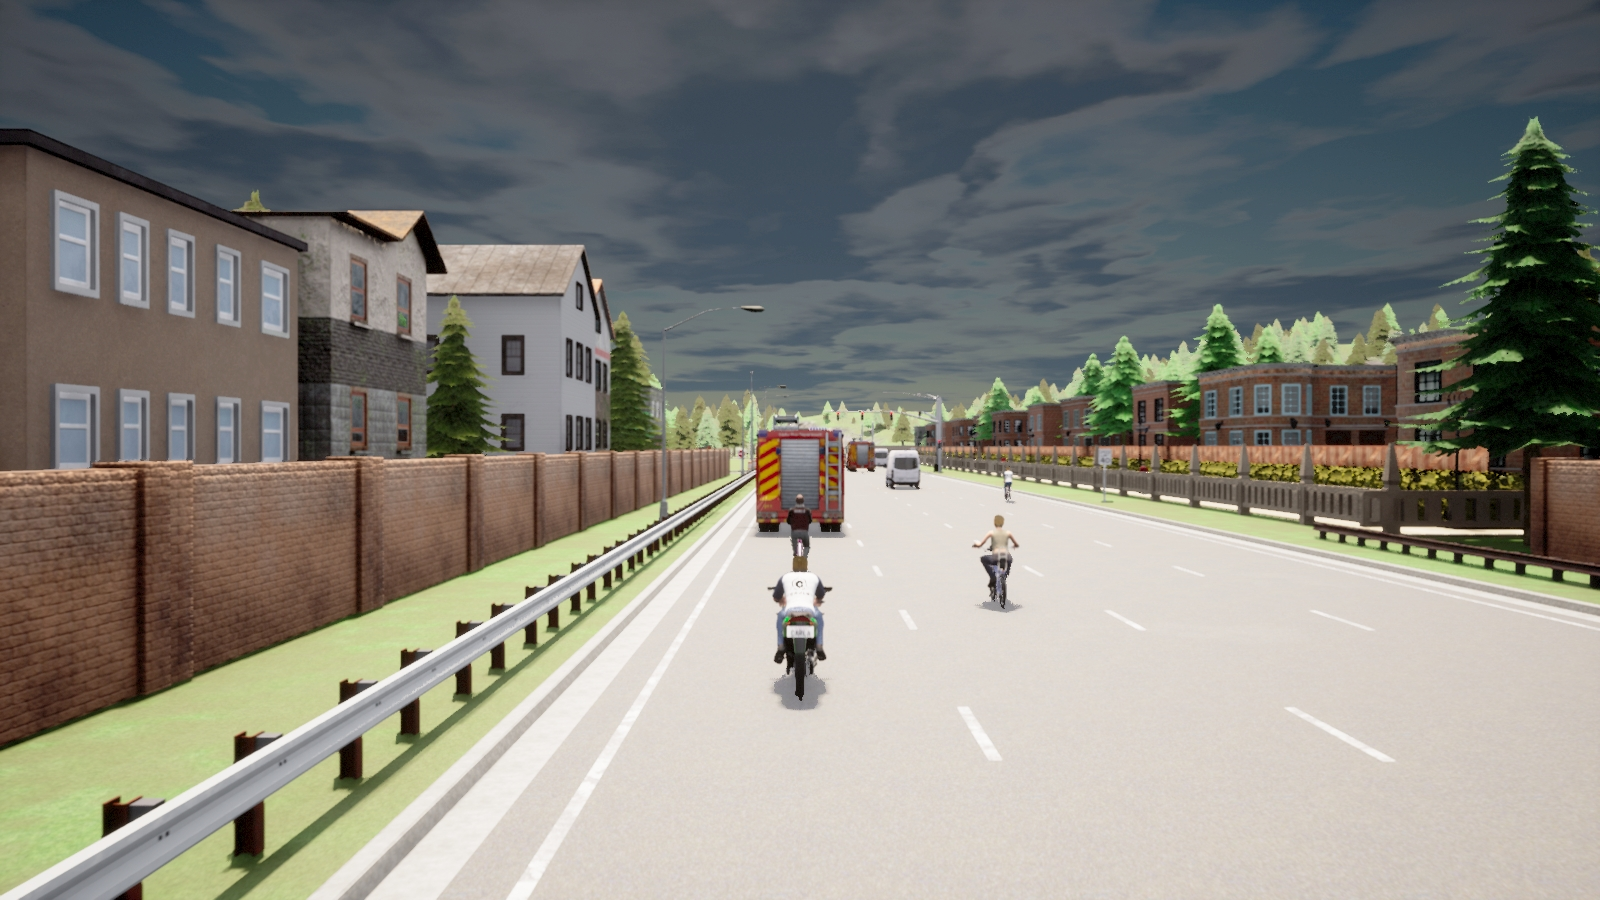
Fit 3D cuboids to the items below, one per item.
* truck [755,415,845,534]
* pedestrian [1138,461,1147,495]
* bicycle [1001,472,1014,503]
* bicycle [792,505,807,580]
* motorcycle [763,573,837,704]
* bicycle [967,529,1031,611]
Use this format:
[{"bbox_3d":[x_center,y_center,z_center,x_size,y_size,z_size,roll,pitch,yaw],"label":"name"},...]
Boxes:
[{"bbox_3d":[-0.008,0.774,40.771,2.891,3.827,8.468,0,0,0],"label":"truck"},{"bbox_3d":[18.789,1.524,62.648,0.375,1.860,0.375,0,0,5],"label":"pedestrian"},{"bbox_3d":[10.523,1.892,57.933,0.373,1.496,1.643,0,0,0],"label":"bicycle"},{"bbox_3d":[-0.009,1.987,24.958,0.329,1.471,1.835,0,1,0],"label":"bicycle"},{"bbox_3d":[-0.002,2.144,13.347,0.803,1.199,2.033,0,0,0],"label":"motorcycle"},{"bbox_3d":[3.498,2.098,20.206,0.859,1.277,1.487,0,0,0],"label":"bicycle"}]
